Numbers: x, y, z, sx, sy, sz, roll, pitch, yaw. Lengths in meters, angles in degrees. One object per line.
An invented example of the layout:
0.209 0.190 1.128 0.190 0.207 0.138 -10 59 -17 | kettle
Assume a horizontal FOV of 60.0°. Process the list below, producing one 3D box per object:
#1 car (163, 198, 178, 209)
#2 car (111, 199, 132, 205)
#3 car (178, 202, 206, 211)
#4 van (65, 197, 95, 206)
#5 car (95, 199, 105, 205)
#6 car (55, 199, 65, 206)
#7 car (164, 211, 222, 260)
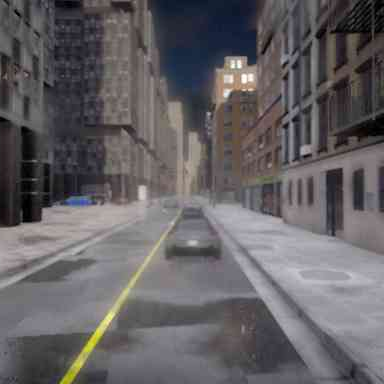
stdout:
-3.046 1.609 48.860 2.097 1.767 4.553 0 0 0 | car
-14.472 2.065 68.283 4.206 1.307 1.802 0 0 0 | car
0.044 1.658 27.567 1.837 1.490 4.892 0 0 1 | car
-20.121 1.744 59.766 3.998 1.788 1.690 0 0 0 | van
-20.120 2.088 68.288 4.313 1.339 1.947 0 0 0 | car
-25.769 2.112 68.293 4.403 1.369 2.008 0 0 0 | car
0.048 1.636 12.817 1.994 1.385 4.181 0 0 0 | car
